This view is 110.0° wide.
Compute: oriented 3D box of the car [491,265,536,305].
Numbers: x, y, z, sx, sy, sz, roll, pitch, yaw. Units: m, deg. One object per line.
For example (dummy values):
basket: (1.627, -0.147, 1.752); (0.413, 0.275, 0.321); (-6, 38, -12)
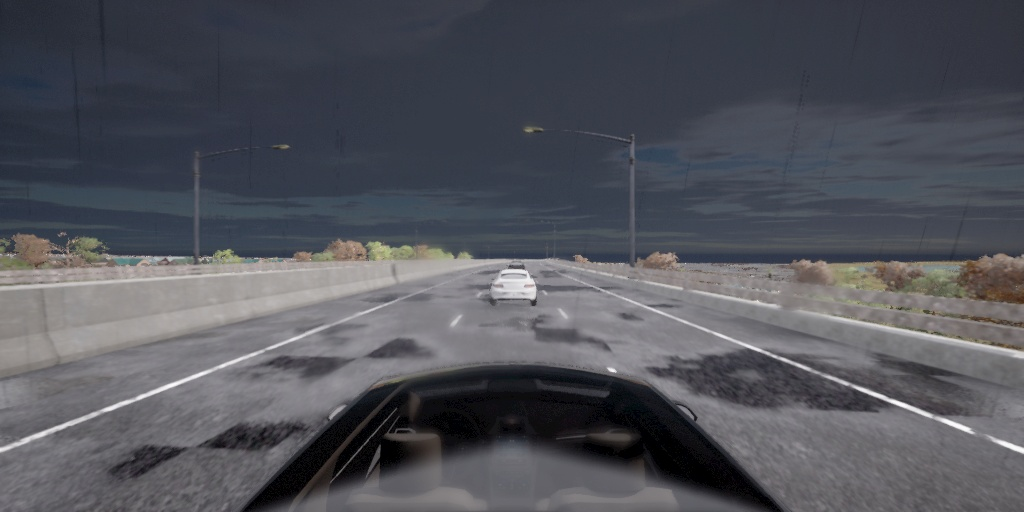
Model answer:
car: (0.082, 1.291, 15.884); (1.812, 1.442, 4.674); (0, 0, 0)

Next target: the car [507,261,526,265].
car: (0.509, 1.288, 38.708); (1.882, 1.535, 5.008); (0, 0, 1)
